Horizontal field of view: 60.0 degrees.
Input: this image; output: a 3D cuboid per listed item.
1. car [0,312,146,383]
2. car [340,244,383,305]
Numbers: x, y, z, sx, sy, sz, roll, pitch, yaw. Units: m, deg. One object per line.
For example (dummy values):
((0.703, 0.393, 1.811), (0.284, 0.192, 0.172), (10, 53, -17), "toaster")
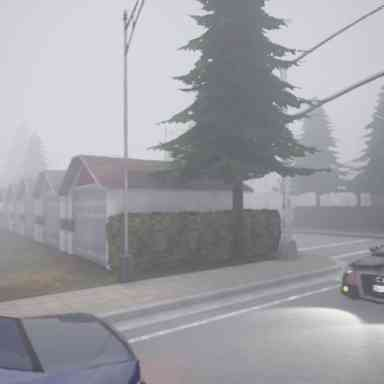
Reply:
((-2.869, 1.594, 1.951), (5.357, 1.411, 2.033), (2, -2, -34), "car")
((5.235, 1.739, 7.588), (4.181, 1.385, 1.994), (2, -3, -36), "car")
